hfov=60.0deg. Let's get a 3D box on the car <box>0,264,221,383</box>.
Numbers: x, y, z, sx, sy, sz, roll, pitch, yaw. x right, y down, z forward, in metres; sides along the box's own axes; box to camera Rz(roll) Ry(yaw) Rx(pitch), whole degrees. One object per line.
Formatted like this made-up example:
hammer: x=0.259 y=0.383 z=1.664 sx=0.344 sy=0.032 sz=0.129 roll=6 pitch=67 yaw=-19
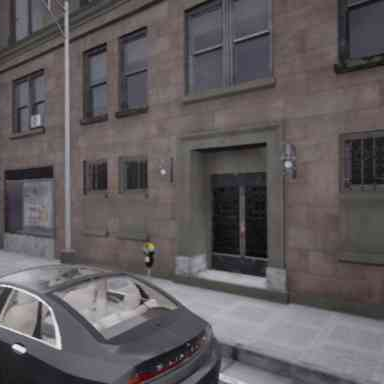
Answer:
car: x=-1.760 y=1.585 z=4.065 sx=4.403 sy=1.369 sz=2.008 roll=-1 pitch=0 yaw=35
